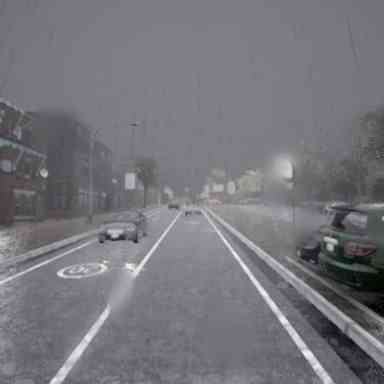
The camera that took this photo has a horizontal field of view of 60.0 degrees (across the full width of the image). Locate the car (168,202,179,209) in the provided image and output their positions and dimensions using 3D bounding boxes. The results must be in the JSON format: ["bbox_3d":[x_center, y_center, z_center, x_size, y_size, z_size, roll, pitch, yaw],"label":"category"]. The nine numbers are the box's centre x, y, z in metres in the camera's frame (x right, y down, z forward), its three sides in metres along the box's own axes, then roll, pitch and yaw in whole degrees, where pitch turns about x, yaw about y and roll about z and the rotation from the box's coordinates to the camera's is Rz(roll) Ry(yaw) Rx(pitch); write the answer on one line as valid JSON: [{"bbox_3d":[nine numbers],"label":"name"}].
[{"bbox_3d":[-3.260,2.417,59.331,1.895,1.301,4.718,0,-1,1],"label":"car"}]

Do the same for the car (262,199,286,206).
[{"bbox_3d":[18.798,2.369,75.178,4.553,1.767,2.185,0,-1,0],"label":"car"}]

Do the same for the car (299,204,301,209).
[{"bbox_3d":[18.733,2.179,50.842,4.674,1.452,2.002,0,-1,0],"label":"car"}]

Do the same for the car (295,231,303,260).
[{"bbox_3d":[5.598,1.558,9.916,4.892,1.521,2.231,0,-1,0],"label":"car"}]

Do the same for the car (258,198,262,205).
[{"bbox_3d":[18.729,2.583,78.345,4.674,1.452,2.002,0,-1,0],"label":"car"}]

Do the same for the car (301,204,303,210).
[{"bbox_3d":[18.726,2.093,47.567,4.892,1.521,2.231,0,-1,0],"label":"car"}]

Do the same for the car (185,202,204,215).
[{"bbox_3d":[0.123,2.150,41.454,1.895,1.301,4.718,0,-1,0],"label":"car"}]

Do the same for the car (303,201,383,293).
[{"bbox_3d":[5.629,1.277,7.117,5.566,2.045,2.435,0,-1,0],"label":"car"}]

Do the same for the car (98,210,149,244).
[{"bbox_3d":[-3.340,1.674,16.879,2.128,1.511,4.902,0,-1,0],"label":"car"}]

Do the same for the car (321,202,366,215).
[{"bbox_3d":[18.721,2.038,41.145,4.674,1.452,2.002,0,-1,0],"label":"car"}]

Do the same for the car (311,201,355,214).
[{"bbox_3d":[18.734,2.044,44.294,5.008,1.535,2.097,0,-1,0],"label":"car"}]
